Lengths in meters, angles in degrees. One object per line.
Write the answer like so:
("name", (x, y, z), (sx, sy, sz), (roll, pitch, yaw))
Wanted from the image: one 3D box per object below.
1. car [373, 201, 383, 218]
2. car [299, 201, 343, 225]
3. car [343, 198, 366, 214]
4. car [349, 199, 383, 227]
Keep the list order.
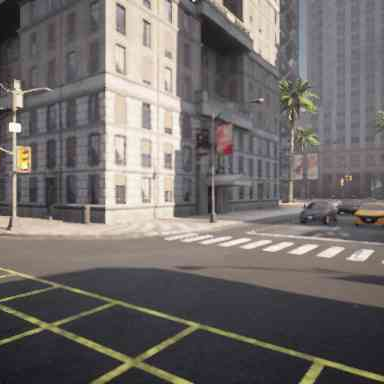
("car", (18.234, 1.561, 30.799), (1.994, 1.385, 4.181), (0, 0, 36))
("car", (9.381, 1.500, 24.466), (1.837, 1.490, 4.892), (0, 0, 36))
("car", (15.400, 1.542, 32.852), (2.033, 1.411, 5.357), (0, 0, 36))
("car", (12.436, 1.475, 22.723), (1.882, 1.535, 5.008), (0, 0, 36))
